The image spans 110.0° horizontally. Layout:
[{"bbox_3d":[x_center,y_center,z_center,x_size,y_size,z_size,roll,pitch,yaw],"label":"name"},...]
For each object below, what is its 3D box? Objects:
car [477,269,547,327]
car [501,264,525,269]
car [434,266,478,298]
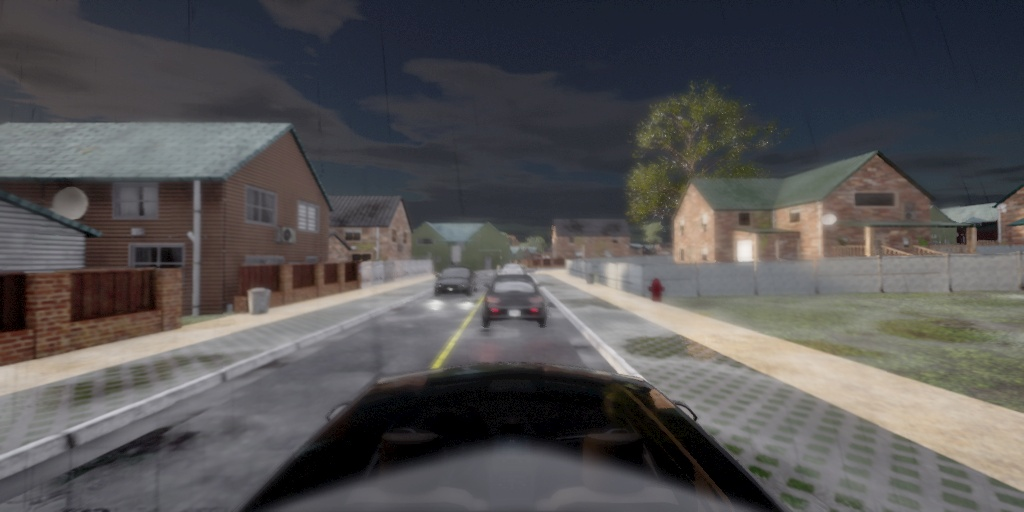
[{"bbox_3d":[0.071,1.315,11.558,1.812,1.442,4.674,0,0,0],"label":"car"},{"bbox_3d":[0.058,1.399,28.903,1.812,1.442,4.674,0,0,0],"label":"car"},{"bbox_3d":[-2.868,1.329,19.180,1.837,1.490,4.892,0,0,0],"label":"car"}]
